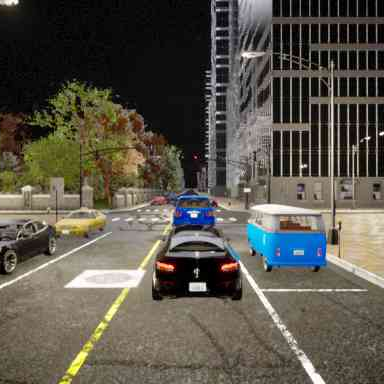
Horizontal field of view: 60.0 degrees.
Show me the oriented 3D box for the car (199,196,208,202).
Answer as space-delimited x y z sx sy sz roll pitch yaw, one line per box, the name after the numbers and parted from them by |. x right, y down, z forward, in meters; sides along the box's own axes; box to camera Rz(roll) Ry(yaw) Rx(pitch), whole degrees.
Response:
2.680 1.521 77.015 1.947 1.339 4.313 0 0 0 | car

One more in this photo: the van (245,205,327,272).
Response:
2.773 1.337 10.484 1.690 1.788 3.998 0 0 0 | van

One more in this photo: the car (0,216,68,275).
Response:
-5.770 1.562 10.481 1.947 1.339 4.313 0 0 0 | car

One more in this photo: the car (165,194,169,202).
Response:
-5.698 1.520 59.969 2.008 1.369 4.403 0 0 0 | car

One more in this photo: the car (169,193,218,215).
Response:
0.098 1.214 18.559 2.150 2.045 5.566 0 0 0 | car

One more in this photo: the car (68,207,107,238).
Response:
-5.820 1.518 17.716 1.752 1.417 4.829 0 0 0 | car

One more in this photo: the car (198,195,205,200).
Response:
2.678 1.453 94.232 1.752 1.417 4.829 0 0 0 | car

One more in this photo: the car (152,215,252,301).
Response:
0.102 1.523 8.209 1.812 1.442 4.674 0 0 0 | car

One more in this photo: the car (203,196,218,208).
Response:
2.685 1.416 48.610 1.967 1.590 4.097 0 0 0 | car

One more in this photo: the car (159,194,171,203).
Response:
-5.699 1.277 71.335 2.192 1.841 5.009 0 0 0 | car

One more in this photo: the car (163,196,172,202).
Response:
-5.701 1.538 77.017 1.802 1.307 4.206 0 0 0 | car

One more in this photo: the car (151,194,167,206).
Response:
-5.697 1.517 54.286 1.887 1.381 4.507 0 0 0 | car

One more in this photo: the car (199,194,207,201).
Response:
2.680 1.388 82.696 1.967 1.590 4.097 0 0 0 | car

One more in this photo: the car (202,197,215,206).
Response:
2.684 1.538 54.290 1.947 1.339 4.313 0 0 0 | car
